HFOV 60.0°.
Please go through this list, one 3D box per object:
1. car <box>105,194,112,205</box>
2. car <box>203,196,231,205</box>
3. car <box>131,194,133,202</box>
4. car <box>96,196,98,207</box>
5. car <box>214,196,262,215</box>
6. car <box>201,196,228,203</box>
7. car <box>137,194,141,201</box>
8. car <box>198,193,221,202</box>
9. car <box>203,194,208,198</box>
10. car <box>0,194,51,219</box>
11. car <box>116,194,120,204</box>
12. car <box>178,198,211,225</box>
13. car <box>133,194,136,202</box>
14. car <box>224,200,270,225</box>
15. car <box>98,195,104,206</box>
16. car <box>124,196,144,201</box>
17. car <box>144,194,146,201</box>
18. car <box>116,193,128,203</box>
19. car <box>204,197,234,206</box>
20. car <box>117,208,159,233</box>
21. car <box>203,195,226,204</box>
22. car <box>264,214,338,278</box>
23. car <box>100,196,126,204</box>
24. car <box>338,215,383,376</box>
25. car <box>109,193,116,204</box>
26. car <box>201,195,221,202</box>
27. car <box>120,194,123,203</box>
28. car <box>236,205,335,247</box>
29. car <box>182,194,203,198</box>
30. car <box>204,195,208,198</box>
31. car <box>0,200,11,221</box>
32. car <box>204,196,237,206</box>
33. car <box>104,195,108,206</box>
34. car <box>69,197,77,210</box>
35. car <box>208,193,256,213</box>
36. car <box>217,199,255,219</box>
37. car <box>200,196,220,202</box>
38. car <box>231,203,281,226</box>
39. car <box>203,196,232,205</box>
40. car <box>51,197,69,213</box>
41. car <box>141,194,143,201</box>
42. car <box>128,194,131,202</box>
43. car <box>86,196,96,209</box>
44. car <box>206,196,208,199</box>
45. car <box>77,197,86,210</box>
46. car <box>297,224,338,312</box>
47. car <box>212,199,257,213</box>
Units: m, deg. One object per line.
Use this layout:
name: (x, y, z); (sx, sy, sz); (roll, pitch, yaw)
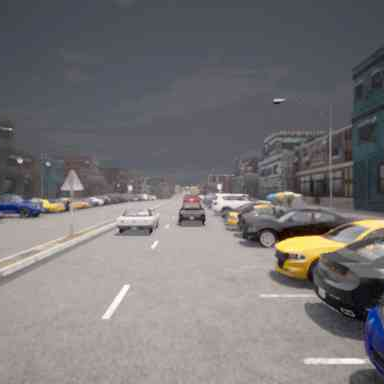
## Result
car: (-15.898, 1.517, 53.580); (4.792, 1.488, 2.163); (0, 0, 0)
car: (4.496, 1.522, 61.491); (5.008, 1.535, 2.097); (0, 0, 0)
car: (-15.995, 1.451, 72.881); (4.553, 1.767, 2.185); (0, 0, 0)
car: (-15.799, 1.497, 45.309); (4.792, 1.488, 2.163); (0, 0, 0)
car: (4.607, 1.334, 33.610); (4.553, 1.767, 2.185); (0, 0, 0)
car: (4.652, 1.555, 69.703); (5.366, 1.575, 1.946); (0, 0, 0)
car: (-15.819, 1.630, 81.151); (5.366, 1.575, 1.946); (0, 0, 0)
car: (4.396, 1.399, 83.717); (5.566, 2.045, 2.435); (0, -1, 0)
car: (4.531, 1.486, 50.249); (4.892, 1.521, 2.231); (0, 0, 0)
car: (-15.696, 1.207, 28.762); (5.566, 2.045, 2.435); (0, 0, 0)
car: (-15.891, 1.508, 59.094); (5.008, 1.535, 2.097); (0, 0, 0)
car: (-0.006, 1.471, 24.145); (2.128, 1.511, 4.902); (0, 0, 0)
car: (-15.972, 1.592, 75.638); (5.008, 1.535, 2.097); (0, 0, 0)
car: (4.802, 1.460, 19.680); (5.366, 1.575, 1.946); (0, 0, 0)
car: (-15.813, 1.502, 48.065); (4.792, 1.488, 2.163); (0, 0, 0)
car: (-16.053, 1.790, 92.167); (5.008, 1.535, 2.097); (0, -1, 0)
car: (-16.017, 1.492, 89.415); (5.566, 2.045, 2.435); (0, -1, 0)
car: (-15.952, 1.282, 64.609); (5.566, 2.045, 2.435); (0, 0, 0)
car: (4.537, 1.531, 55.933); (4.792, 1.488, 2.163); (0, 0, 0)
car: (-2.992, 1.584, 19.461); (1.895, 1.301, 4.718); (0, 0, 0)
car: (4.447, 1.420, 67.041); (4.553, 1.767, 2.185); (0, 0, 0)
car: (4.666, 1.474, 8.571); (5.008, 1.535, 2.097); (0, 0, 0)
car: (-15.934, 1.587, 67.365); (4.674, 1.452, 2.002); (0, 0, 0)
car: (4.666, 1.227, 3.012); (5.566, 2.045, 2.435); (0, 0, 0)
car: (-15.851, 1.372, 56.338); (4.553, 1.767, 2.185); (0, 0, 0)
car: (4.409, 1.476, 78.163); (4.553, 1.767, 2.185); (0, 0, 0)
car: (-15.880, 1.549, 61.850); (4.792, 1.488, 2.163); (0, 0, 0)
car: (4.638, 1.469, 14.246); (5.008, 1.535, 2.097); (0, 0, 0)
car: (-0.058, 1.210, 42.186); (2.150, 2.045, 5.566); (0, 0, 0)
car: (4.530, 1.519, 47.595); (4.674, 1.452, 2.002); (0, 0, 0)
car: (-15.689, 1.506, 23.248); (4.674, 1.452, 2.002); (0, 0, 0)
car: (4.511, 1.493, 53.028); (5.008, 1.535, 2.097); (0, 0, 0)
car: (-15.853, 1.520, 50.786); (4.674, 1.452, 2.002); (0, 0, 0)
car: (-15.811, 1.487, 37.032); (4.792, 1.488, 2.163); (0, 0, 0)
car: (4.612, 1.207, 30.797); (5.566, 2.045, 2.435); (0, 0, 0)
car: (4.571, 1.488, 25.237); (4.792, 1.488, 2.163); (0, 0, 0)
car: (4.431, 1.662, 80.939); (4.674, 1.452, 2.002); (0, 0, 0)
car: (4.654, 1.495, 16.902); (4.792, 1.488, 2.163); (0, 0, 0)
car: (4.493, 1.513, 58.711); (4.892, 1.521, 2.231); (0, 0, 0)
car: (-15.948, 1.453, 34.273); (5.366, 1.575, 1.946); (0, 0, 0)
car: (-15.990, 1.413, 83.905); (5.566, 2.045, 2.435); (0, -1, 0)
car: (-15.980, 1.592, 70.122); (4.792, 1.488, 2.163); (0, 0, 0)
car: (-15.629, 1.460, 42.553); (5.366, 1.575, 1.946); (0, 0, 0)
car: (4.570, 1.503, 44.816); (4.792, 1.488, 2.163); (0, 0, 0)
car: (-15.986, 1.456, 39.788); (5.366, 1.575, 1.946); (0, 0, 0)
car: (4.671, 1.477, 5.791); (4.892, 1.521, 2.231); (0, 0, 0)
car: (4.563, 1.501, 36.480); (4.674, 1.452, 2.002); (0, 0, 0)
